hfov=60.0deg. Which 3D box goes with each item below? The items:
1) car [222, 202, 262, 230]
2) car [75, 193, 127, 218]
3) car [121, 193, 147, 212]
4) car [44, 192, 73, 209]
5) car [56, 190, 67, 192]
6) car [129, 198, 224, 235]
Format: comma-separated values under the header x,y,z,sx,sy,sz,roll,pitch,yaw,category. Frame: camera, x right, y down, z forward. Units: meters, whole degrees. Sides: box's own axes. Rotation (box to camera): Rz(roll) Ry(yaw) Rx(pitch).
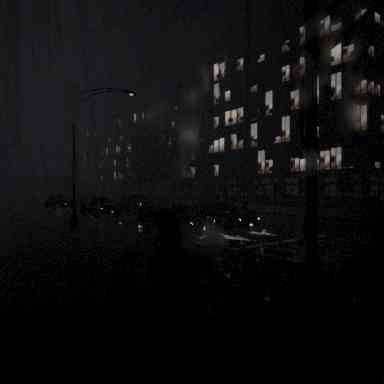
x,y,z,sx,sy,sz,roll,pitch,yaw,category
1.576,1.289,19.667,2.033,1.411,5.357,0,1,-36,car
-7.043,1.092,25.294,1.812,1.442,4.674,0,1,-38,car
-4.613,0.911,27.468,2.097,1.767,4.553,0,1,-38,car
-13.242,0.947,33.193,1.994,1.385,4.181,0,1,-38,car
-25.406,0.300,64.824,1.812,1.442,4.674,0,1,-38,car
-1.030,1.292,17.668,2.033,1.411,5.357,0,1,-38,car
